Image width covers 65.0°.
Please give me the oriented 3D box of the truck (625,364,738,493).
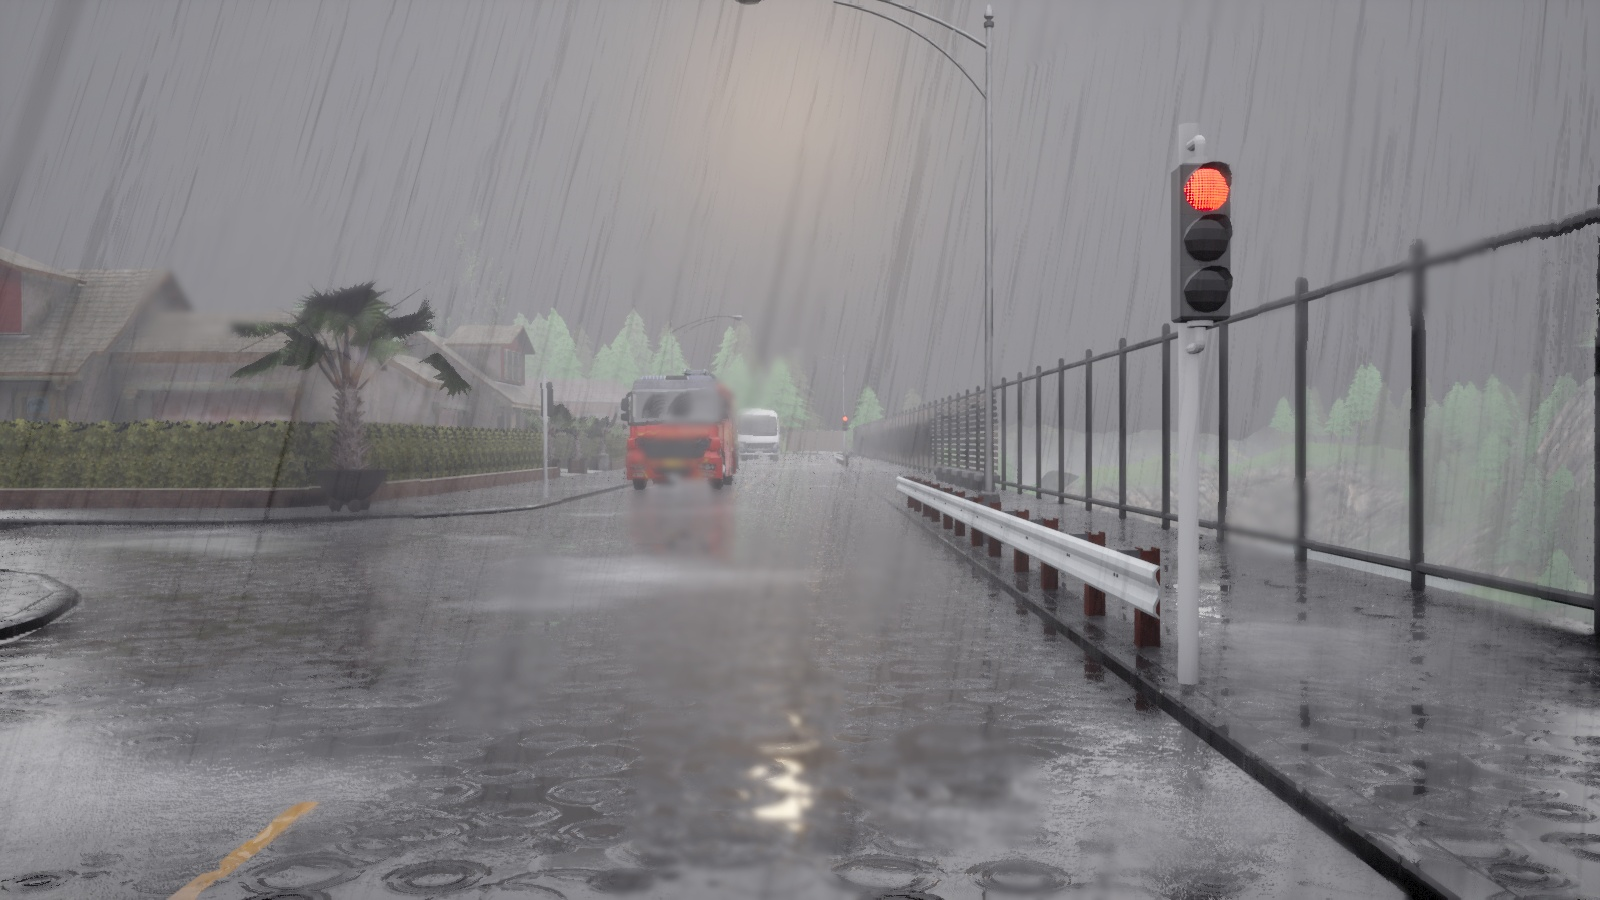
[{"bbox_3d":[-3.747,-0.656,41.568,2.891,3.827,8.468,0,0,0],"label":"truck"}]
